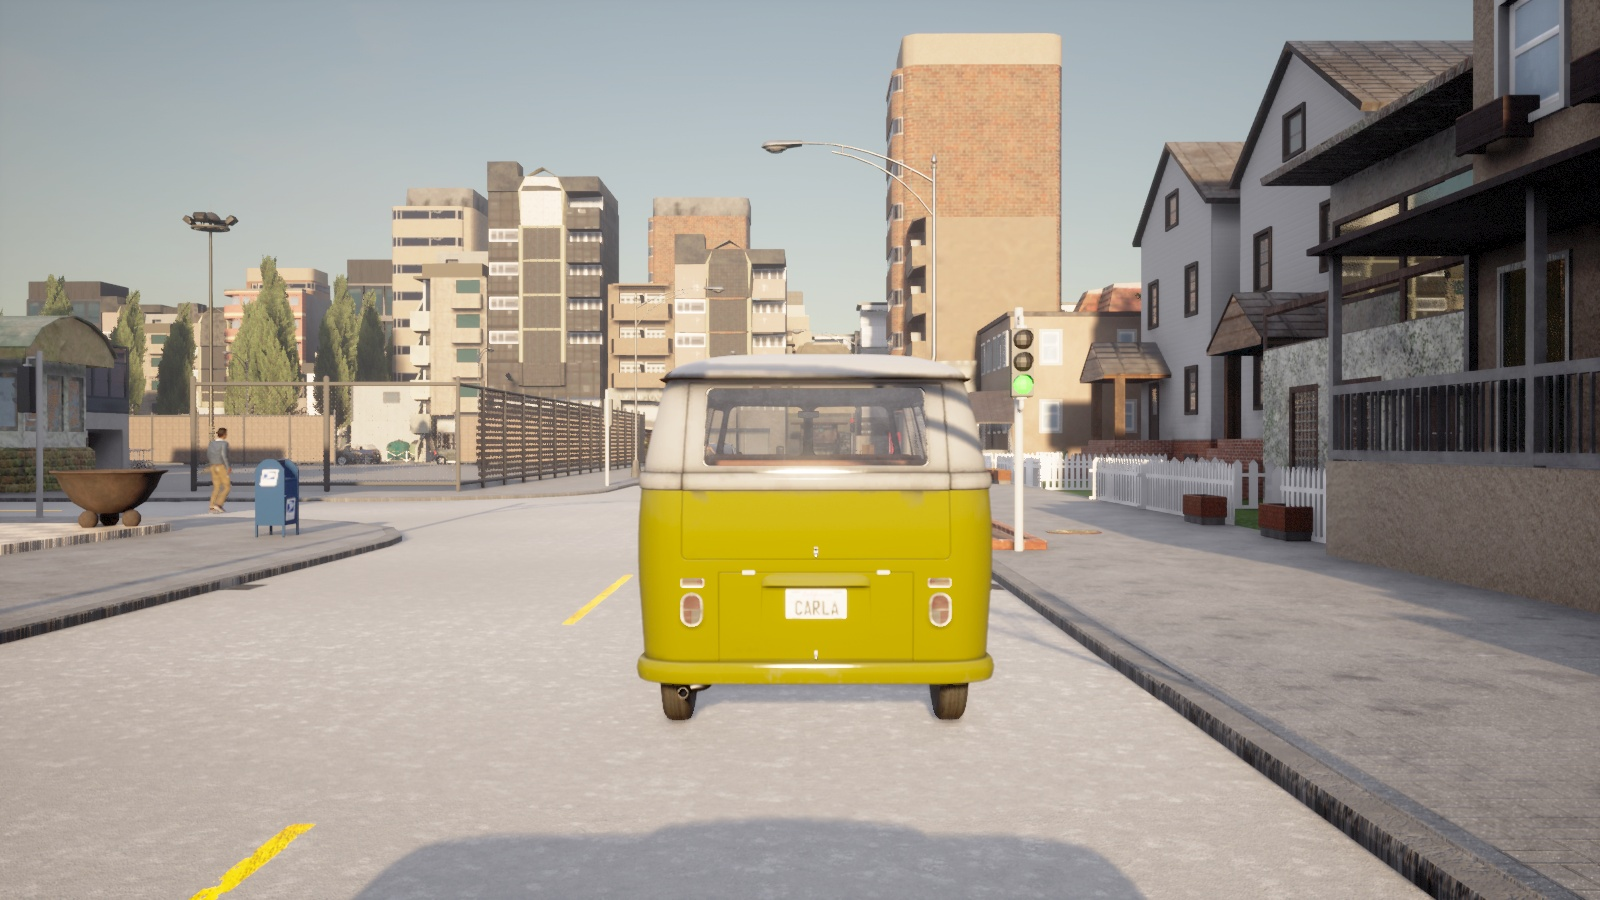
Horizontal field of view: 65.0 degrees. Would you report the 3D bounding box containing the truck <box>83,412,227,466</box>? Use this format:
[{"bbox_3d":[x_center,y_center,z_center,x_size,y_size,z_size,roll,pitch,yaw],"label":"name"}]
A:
[{"bbox_3d":[-42.371,-0.736,82.736,7.936,3.462,2.891,0,0,-13],"label":"truck"}]

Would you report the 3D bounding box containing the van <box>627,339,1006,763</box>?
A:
[{"bbox_3d":[0.071,0.455,8.101,1.775,1.987,4.442,0,1,0],"label":"van"}]

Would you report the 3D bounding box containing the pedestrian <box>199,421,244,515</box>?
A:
[{"bbox_3d":[-12.240,0.376,26.584,0.423,1.949,0.788,0,0,19],"label":"pedestrian"}]

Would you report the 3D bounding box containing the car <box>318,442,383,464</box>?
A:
[{"bbox_3d":[-31.288,0.193,87.499,3.806,1.475,1.970,0,0,0],"label":"car"}]

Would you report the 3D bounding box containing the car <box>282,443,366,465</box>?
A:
[{"bbox_3d":[-31.592,0.255,83.505,4.892,1.490,1.837,0,0,1],"label":"car"}]

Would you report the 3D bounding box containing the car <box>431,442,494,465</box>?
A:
[{"bbox_3d":[-22.380,0.236,83.458,3.705,1.549,1.789,0,0,0],"label":"car"}]
